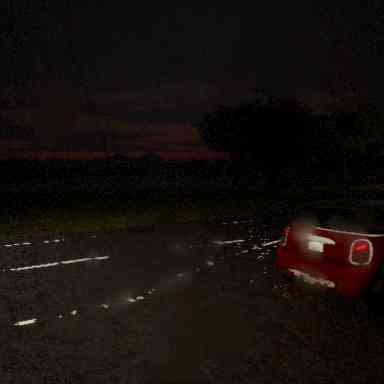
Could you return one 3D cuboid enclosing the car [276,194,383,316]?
[{"bbox_3d":[3.936,0.898,6.515,4.553,1.767,2.097,-1,2,-27],"label":"car"}]
